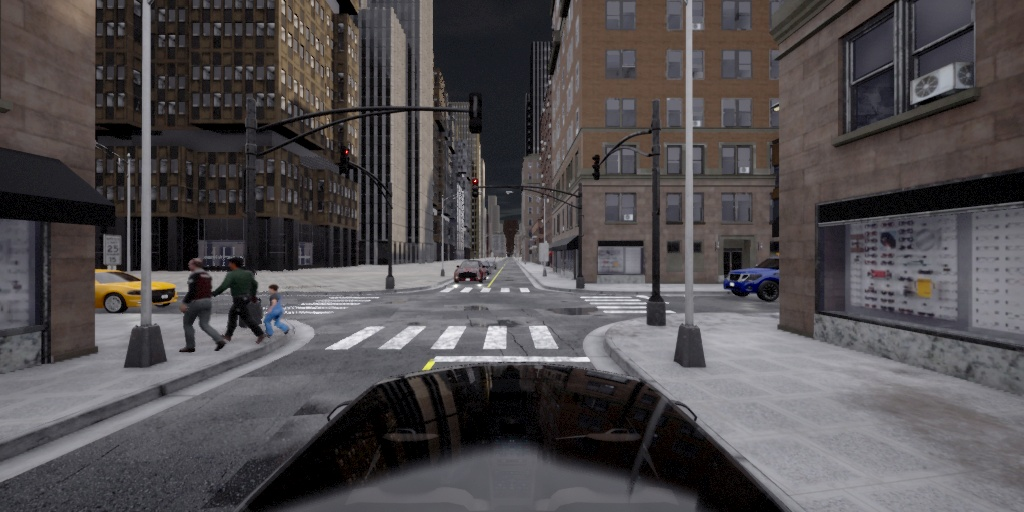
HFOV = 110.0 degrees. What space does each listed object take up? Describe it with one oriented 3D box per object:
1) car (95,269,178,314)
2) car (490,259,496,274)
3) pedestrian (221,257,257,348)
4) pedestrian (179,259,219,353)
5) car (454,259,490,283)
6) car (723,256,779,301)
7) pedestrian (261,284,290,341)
[{"bbox_3d":[-15.367,1.232,13.272,5.008,1.535,1.882,0,0,0],"label":"car"},{"bbox_3d":[-3.171,1.299,38.098,2.033,1.411,5.357,0,0,0],"label":"car"},{"bbox_3d":[-5.711,0.891,7.510,0.375,1.860,0.375,0,0,0],"label":"pedestrian"},{"bbox_3d":[-5.948,0.891,6.789,0.375,1.860,0.375,0,0,0],"label":"pedestrian"},{"bbox_3d":[-3.156,1.103,27.840,2.097,1.767,4.553,0,0,0],"label":"car"},{"bbox_3d":[13.016,0.972,16.726,5.566,2.045,2.150,0,0,-1],"label":"car"},{"bbox_3d":[-5.335,1.173,8.154,0.375,1.300,0.375,0,0,0],"label":"pedestrian"}]
